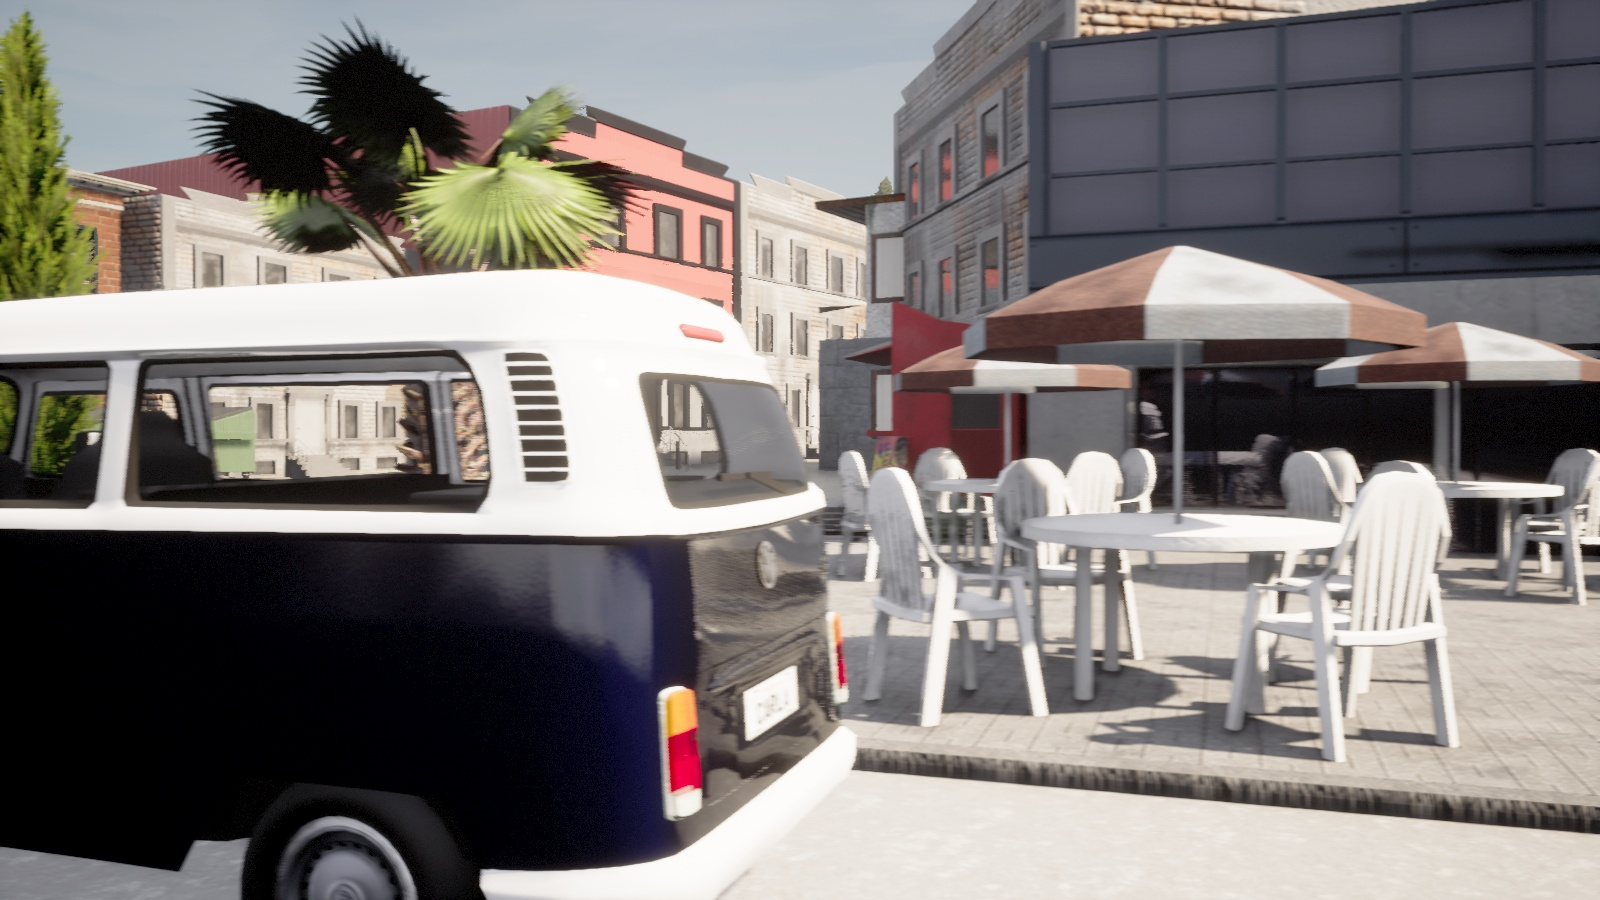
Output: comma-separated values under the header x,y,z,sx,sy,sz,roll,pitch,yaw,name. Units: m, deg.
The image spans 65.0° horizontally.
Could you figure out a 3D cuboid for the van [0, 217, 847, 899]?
x,y,z,sx,sy,sz,roll,pitch,yaw,name
-2.279,0.470,4.482,4.480,2.038,2.069,1,1,19,van
